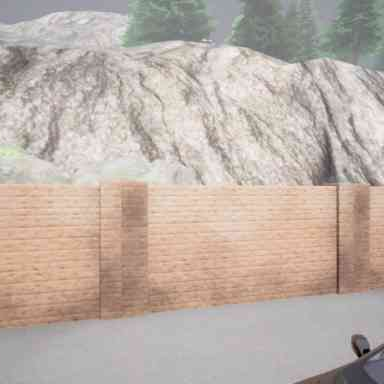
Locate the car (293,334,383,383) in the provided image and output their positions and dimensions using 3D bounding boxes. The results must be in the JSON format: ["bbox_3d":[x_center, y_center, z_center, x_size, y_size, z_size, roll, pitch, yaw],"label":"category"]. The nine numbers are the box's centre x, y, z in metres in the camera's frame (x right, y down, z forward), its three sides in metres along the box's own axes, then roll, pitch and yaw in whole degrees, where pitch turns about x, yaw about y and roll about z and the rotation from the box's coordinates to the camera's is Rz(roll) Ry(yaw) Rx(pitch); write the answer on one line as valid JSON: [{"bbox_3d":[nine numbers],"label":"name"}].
[{"bbox_3d":[2.252,1.492,1.861,4.902,1.511,2.128,0,0,-17],"label":"car"}]
